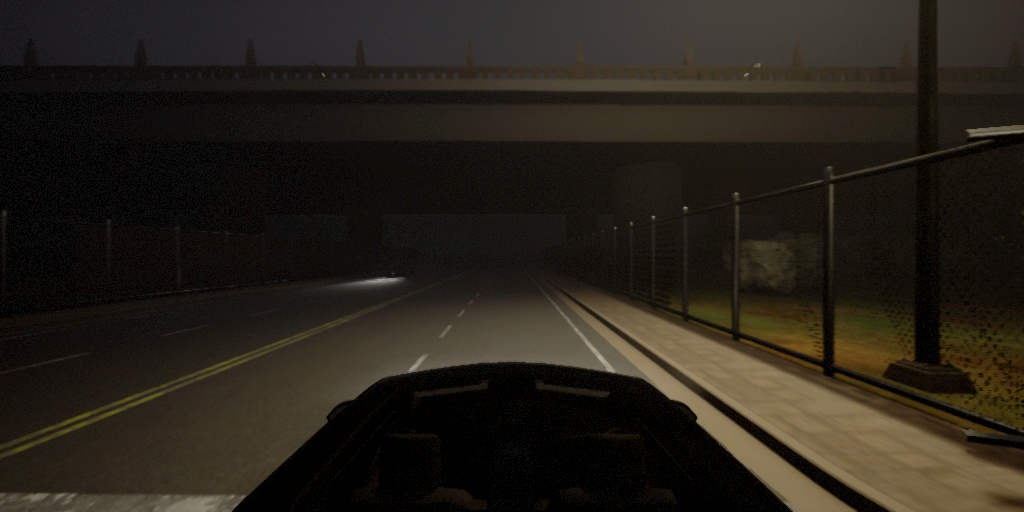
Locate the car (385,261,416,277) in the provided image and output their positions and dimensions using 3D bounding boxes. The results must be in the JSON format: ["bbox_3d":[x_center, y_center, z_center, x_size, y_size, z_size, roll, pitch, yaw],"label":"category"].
[{"bbox_3d":[-10.524,1.242,34.165,2.128,1.511,4.902,0,1,0],"label":"car"}]
